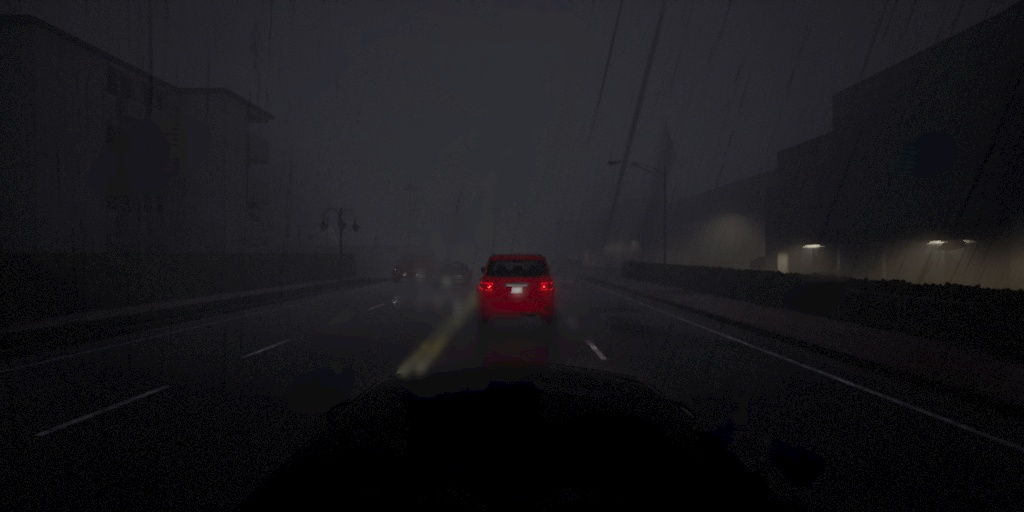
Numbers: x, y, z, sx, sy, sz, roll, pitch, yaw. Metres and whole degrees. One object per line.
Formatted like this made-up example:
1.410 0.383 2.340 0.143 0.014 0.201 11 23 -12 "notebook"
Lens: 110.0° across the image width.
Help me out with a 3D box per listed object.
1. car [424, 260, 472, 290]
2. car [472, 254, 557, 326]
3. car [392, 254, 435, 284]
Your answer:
-3.488 1.171 21.709 2.128 1.511 4.902 0 0 1 "car"
0.140 0.937 11.706 2.150 2.045 5.566 0 0 0 "car"
-6.929 0.888 26.211 2.150 2.045 5.566 0 0 1 "car"
